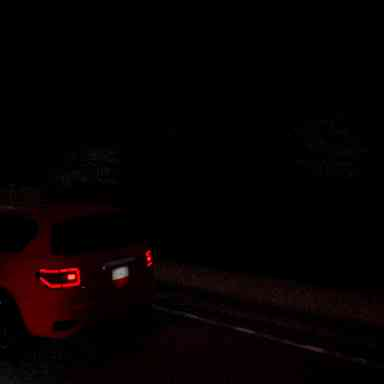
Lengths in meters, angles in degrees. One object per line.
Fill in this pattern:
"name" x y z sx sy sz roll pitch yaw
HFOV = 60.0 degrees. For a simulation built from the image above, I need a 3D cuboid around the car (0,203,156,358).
"car" -3.195 1.228 6.245 5.566 2.045 2.150 0 0 35
